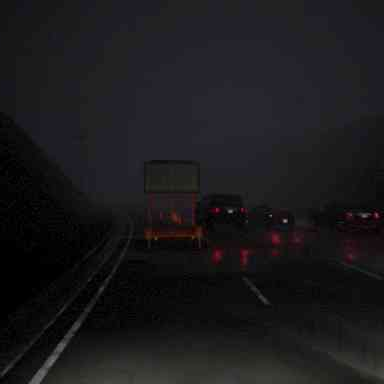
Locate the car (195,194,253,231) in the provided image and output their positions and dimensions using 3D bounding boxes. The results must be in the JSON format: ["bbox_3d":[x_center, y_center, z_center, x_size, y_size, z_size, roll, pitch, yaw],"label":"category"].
[{"bbox_3d":[1.614,1.175,20.596,2.150,2.045,5.566,0,-1,-10],"label":"car"}]

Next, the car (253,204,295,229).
[{"bbox_3d":[4.986,1.483,21.458,1.812,1.442,4.674,0,0,-9],"label":"car"}]

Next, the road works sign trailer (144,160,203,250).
[{"bbox_3d":[-0.901,0.436,14.415,2.380,3.560,2.880,0,0,-10],"label":"road works sign trailer"}]

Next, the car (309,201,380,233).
[{"bbox_3d":[8.803,1.312,19.698,2.097,1.767,4.553,0,0,-9],"label":"car"}]
